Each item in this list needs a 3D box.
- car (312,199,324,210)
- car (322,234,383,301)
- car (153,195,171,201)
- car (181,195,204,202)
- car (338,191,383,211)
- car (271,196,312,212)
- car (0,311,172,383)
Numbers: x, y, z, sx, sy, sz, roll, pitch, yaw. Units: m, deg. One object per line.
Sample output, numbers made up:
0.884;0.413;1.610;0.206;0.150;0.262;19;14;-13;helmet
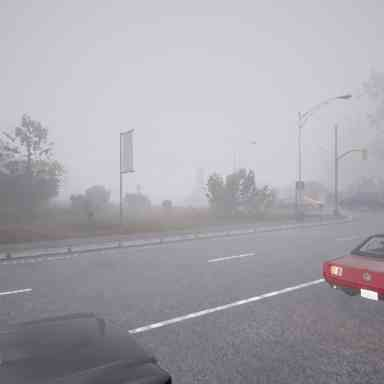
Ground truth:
12.756;1.252;38.402;1.882;1.535;5.008;-1;0;-39;car
5.041;1.570;7.356;4.718;1.301;1.895;0;0;-36;car
-6.722;1.330;73.983;1.895;1.301;4.718;-1;0;-38;car
0.010;1.277;65.715;2.033;1.411;5.357;-1;0;-38;car
18.974;0.963;36.570;2.150;2.045;5.566;-1;0;-39;car
10.131;1.404;36.080;1.895;1.301;4.718;-1;0;-39;car
-2.407;1.601;2.019;4.718;1.301;1.895;0;0;-36;car
